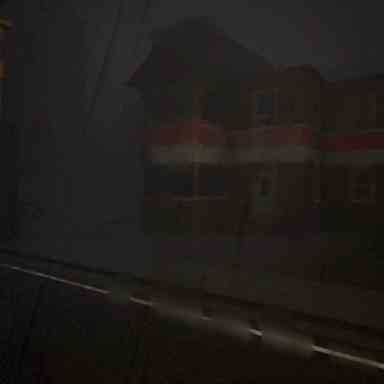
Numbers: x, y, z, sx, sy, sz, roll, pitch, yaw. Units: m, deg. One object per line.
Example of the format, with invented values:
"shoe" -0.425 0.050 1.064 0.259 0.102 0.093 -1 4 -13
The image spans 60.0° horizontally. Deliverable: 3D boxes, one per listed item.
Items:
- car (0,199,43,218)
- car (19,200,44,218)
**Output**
"car" -13.959 1.211 25.873 1.853 1.218 4.536 0 0 15
"car" -13.973 1.369 25.824 2.038 1.542 4.974 0 0 15
